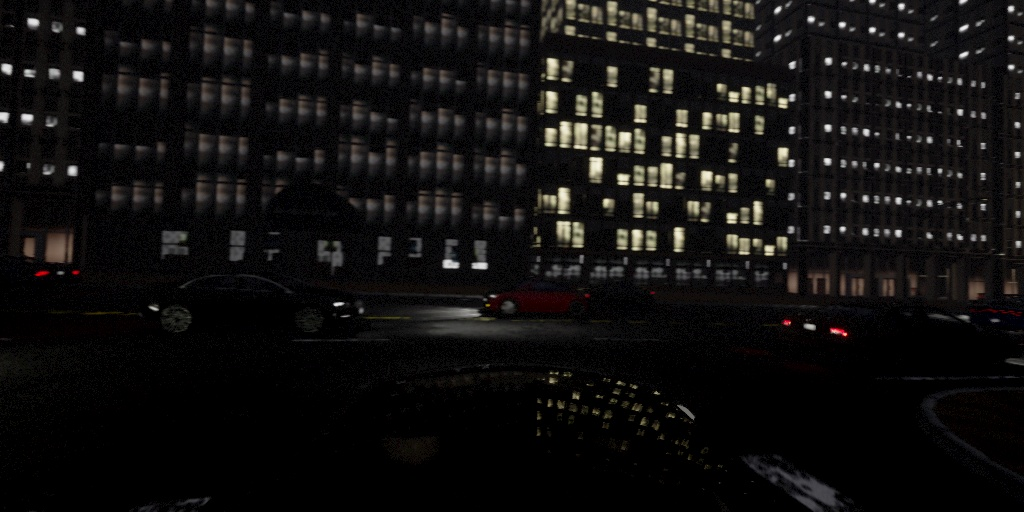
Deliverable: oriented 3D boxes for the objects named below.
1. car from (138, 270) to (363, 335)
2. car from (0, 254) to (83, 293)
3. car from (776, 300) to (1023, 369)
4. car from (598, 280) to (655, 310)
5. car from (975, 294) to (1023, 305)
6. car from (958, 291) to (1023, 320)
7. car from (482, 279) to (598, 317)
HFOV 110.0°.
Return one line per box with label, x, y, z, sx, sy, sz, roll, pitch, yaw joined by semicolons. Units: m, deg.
car;-6.567;1.149;9.468;4.902;1.511;2.128;2;-1;-10
car;-20.454;0.604;13.878;5.357;1.411;2.033;3;-2;-10
car;9.527;1.852;8.952;5.357;1.411;2.033;3;-2;-10
car;5.067;1.906;18.288;4.181;1.385;1.994;3;-2;-10
car;21.084;2.449;14.257;5.008;1.535;1.882;3;-1;-10
car;31.860;3.184;22.905;4.902;1.511;2.128;3;-2;-10
car;0.940;1.602;14.281;4.181;1.385;1.994;3;-2;-10
